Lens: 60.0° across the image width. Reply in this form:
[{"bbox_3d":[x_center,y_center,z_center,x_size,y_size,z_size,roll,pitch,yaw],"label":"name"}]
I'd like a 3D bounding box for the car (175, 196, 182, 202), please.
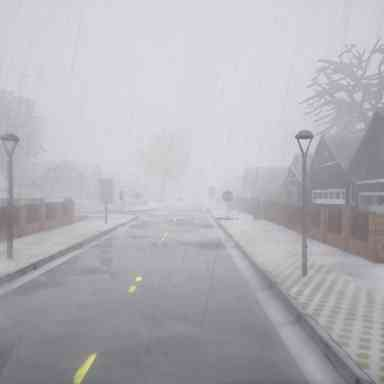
[{"bbox_3d":[-3.269,1.635,79.704,2.033,1.411,5.357,0,0,-4],"label":"car"}]
